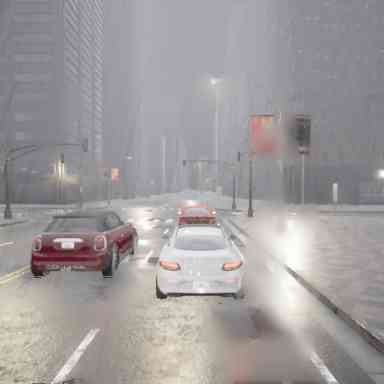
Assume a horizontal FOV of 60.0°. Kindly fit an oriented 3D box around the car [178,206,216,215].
[{"bbox_3d":[0.263,1.470,17.638,1.882,1.535,5.008,0,0,0],"label":"car"}]

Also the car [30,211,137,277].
[{"bbox_3d":[-3.062,1.348,10.384,2.097,1.767,4.553,0,0,1],"label":"car"}]

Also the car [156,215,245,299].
[{"bbox_3d":[0.183,1.524,8.309,1.812,1.442,4.674,0,0,0],"label":"car"}]
